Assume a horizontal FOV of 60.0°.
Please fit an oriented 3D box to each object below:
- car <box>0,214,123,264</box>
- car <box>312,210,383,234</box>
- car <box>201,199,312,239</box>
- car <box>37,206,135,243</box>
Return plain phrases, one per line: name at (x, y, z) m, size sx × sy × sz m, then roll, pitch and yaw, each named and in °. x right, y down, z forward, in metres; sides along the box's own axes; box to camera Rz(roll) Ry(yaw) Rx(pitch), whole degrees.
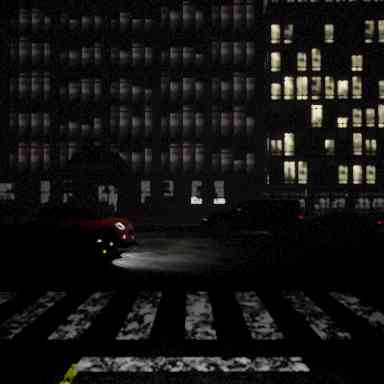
car at (-4.820, 1.629, 11.623) m, size 4.181 × 1.385 × 1.994 m, roll 0°, pitch 0°, yaw 1°
car at (9.236, 1.884, 21.419) m, size 5.357 × 1.411 × 2.033 m, roll 1°, pitch -1°, yaw 1°
car at (3.264, 1.402, 18.246) m, size 5.566 × 2.045 × 2.150 m, roll 1°, pitch -1°, yaw 1°
car at (-4.903, 1.442, 14.868) m, size 4.553 × 1.767 × 2.097 m, roll 0°, pitch 0°, yaw 1°
